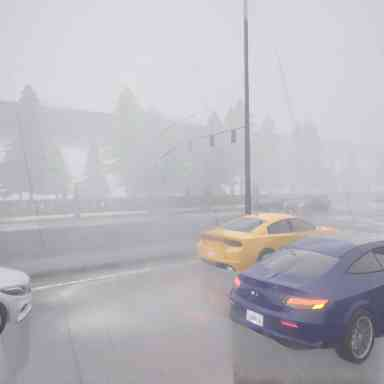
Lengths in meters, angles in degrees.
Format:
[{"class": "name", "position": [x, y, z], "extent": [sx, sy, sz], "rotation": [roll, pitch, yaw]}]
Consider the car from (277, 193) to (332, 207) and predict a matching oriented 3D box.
[{"class": "car", "position": [9.783, 0.967, 28.161], "extent": [4.553, 1.767, 2.097], "rotation": [-1, 1, -35]}]

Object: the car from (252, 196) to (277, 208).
[{"class": "car", "position": [7.738, 1.093, 31.001], "extent": [5.008, 1.535, 1.882], "rotation": [-1, 1, -35]}]

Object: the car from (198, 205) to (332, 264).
[{"class": "car", "position": [2.516, 1.373, 9.869], "extent": [5.008, 1.535, 1.882], "rotation": [-1, 1, -35]}]

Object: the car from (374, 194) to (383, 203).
[{"class": "car", "position": [25.982, 0.829, 44.006], "extent": [4.718, 1.301, 1.895], "rotation": [-1, 1, -35]}]

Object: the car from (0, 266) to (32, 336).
[{"class": "car", "position": [-4.812, 1.522, 4.621], "extent": [4.674, 1.442, 1.812], "rotation": [0, 0, -36]}]

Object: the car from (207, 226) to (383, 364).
[{"class": "car", "position": [2.707, 1.458, 5.720], "extent": [4.674, 1.442, 1.812], "rotation": [-1, 1, -35]}]
